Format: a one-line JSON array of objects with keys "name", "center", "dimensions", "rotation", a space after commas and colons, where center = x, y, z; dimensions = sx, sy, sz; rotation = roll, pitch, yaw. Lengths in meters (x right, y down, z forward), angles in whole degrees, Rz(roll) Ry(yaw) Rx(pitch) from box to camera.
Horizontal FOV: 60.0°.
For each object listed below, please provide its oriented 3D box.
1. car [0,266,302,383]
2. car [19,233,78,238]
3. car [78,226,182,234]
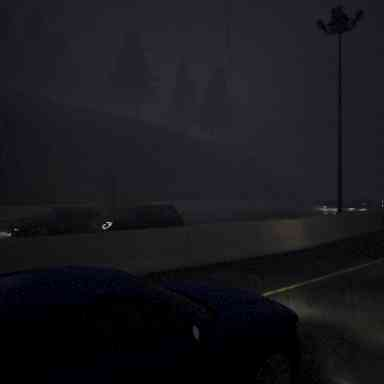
[{"name": "car", "center": [-1.034, 1.482, 3.118], "dimensions": [5.008, 1.535, 1.882], "rotation": [0, 0, -36]}, {"name": "car", "center": [-6.256, 1.569, 16.881], "dimensions": [5.357, 1.411, 2.033], "rotation": [0, 0, -37]}, {"name": "car", "center": [-2.513, 1.367, 15.419], "dimensions": [4.553, 1.767, 2.097], "rotation": [0, 0, -38]}]
